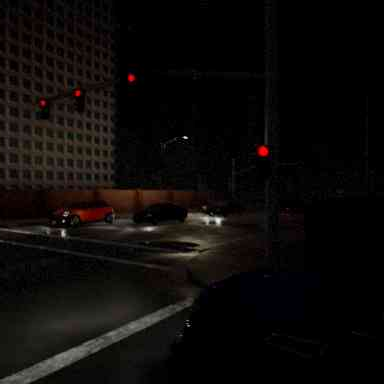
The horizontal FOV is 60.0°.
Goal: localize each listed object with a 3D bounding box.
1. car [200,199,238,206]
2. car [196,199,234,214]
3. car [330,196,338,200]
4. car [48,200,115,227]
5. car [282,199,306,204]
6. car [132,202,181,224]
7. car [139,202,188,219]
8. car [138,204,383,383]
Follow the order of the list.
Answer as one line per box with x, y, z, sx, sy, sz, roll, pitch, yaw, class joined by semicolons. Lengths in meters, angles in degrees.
3.353;1.616;33.080;2.033;1.411;5.357;0;0;36;car
2.768;1.562;38.270;2.128;1.511;4.902;0;0;36;car
17.347;1.569;40.384;1.837;1.490;4.892;0;0;35;car
-7.726;1.422;23.543;2.097;1.767;4.553;0;0;35;car
11.990;1.569;38.881;1.837;1.490;4.892;0;-1;35;car
-2.340;1.545;25.082;1.882;1.535;5.008;0;0;35;car
-2.528;1.671;30.857;1.895;1.301;4.718;0;0;35;car
2.421;1.223;2.267;5.566;2.045;2.150;0;0;36;car
